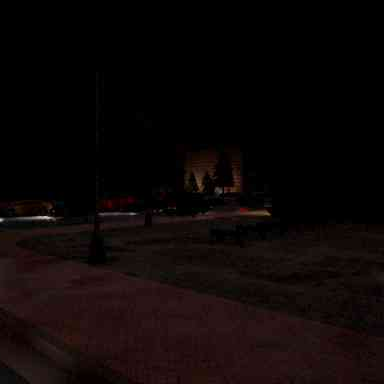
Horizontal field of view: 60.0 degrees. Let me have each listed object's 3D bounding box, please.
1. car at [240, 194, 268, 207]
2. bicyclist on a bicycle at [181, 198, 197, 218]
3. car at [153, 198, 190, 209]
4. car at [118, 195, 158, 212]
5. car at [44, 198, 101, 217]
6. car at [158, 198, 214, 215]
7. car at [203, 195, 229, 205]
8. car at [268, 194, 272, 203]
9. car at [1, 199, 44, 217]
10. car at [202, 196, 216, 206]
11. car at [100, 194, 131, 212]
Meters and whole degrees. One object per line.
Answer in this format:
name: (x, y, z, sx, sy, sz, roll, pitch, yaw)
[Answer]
car: (9.097, 1.505, 50.002, 1.837, 1.490, 4.892, 0, 0, 41)
bicyclist on a bicycle: (-0.267, 1.301, 26.728, 1.656, 1.620, 0.582, 0, 0, 40)
car: (-2.860, 1.547, 46.891, 2.033, 1.411, 5.357, 0, 0, 40)
car: (-5.563, 1.478, 38.262, 1.882, 1.535, 5.008, 0, 0, 40)
car: (-11.227, 1.564, 31.543, 1.994, 1.385, 4.181, 0, 0, 40)
car: (-0.502, 1.547, 33.095, 2.033, 1.411, 5.357, 0, 0, 40)
car: (3.658, 1.564, 54.552, 1.994, 1.385, 4.181, 0, 0, 41)
car: (15.747, 1.547, 57.958, 2.033, 1.411, 5.357, 0, 0, 40)
car: (-15.880, 1.478, 31.467, 1.882, 1.535, 5.008, 0, 0, 40)
car: (0.845, 1.601, 45.841, 1.895, 1.301, 4.718, 0, 0, 40)
car: (-9.472, 1.221, 39.056, 2.150, 2.045, 5.566, 0, 0, 41)
